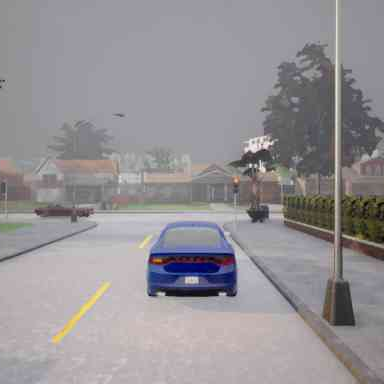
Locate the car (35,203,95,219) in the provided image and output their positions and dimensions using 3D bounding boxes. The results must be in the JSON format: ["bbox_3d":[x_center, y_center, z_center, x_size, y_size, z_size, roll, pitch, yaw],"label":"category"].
[{"bbox_3d":[-10.868,1.601,28.690,4.718,1.301,1.895,0,0,8],"label":"car"}]

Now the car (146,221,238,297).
[{"bbox_3d":[0.014,1.478,8.624,1.882,1.535,5.008,0,0,0],"label":"car"}]
